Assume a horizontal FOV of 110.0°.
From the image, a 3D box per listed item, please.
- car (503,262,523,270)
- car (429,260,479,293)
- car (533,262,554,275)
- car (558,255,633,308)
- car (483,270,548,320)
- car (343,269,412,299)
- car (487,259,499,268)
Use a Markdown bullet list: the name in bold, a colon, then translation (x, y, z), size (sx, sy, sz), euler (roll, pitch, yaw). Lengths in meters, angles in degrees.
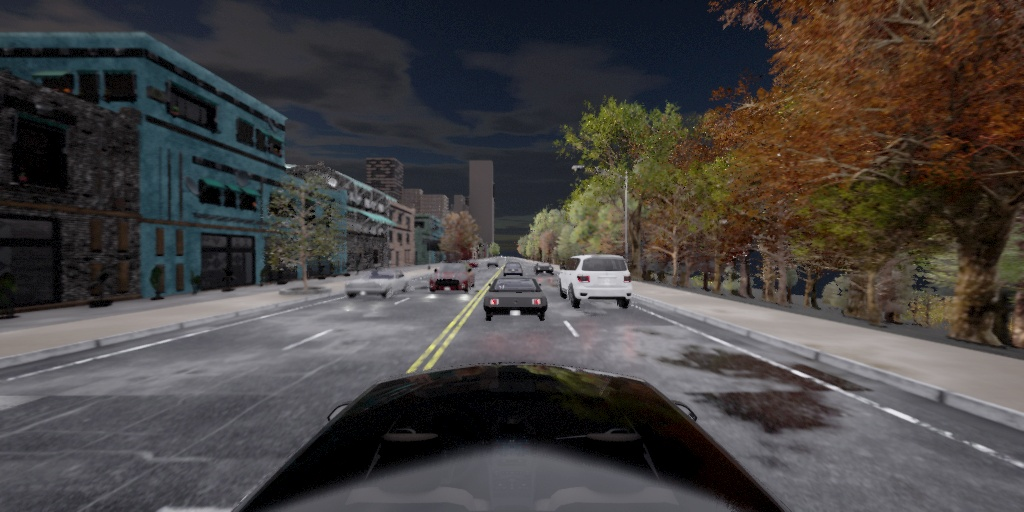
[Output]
- **car**: translation (0.099, 1.295, 33.771), size (2.033, 1.411, 5.357), euler (0, 0, 0)
- **car**: translation (-3.352, 1.101, 20.797), size (2.097, 1.767, 4.553), euler (0, 0, 0)
- **car**: translation (3.346, 1.348, 38.961), size (1.895, 1.301, 4.718), euler (0, 0, 0)
- **car**: translation (3.349, 0.971, 15.314), size (2.150, 2.045, 5.566), euler (0, 0, 0)
- **car**: translation (0.099, 1.350, 12.545), size (1.895, 1.301, 4.718), euler (0, 0, 0)
- **car**: translation (-6.602, 1.350, 18.123), size (1.895, 1.301, 4.718), euler (0, 0, 0)
- **car**: translation (-3.294, 1.221, 61.850), size (1.882, 1.535, 5.008), euler (0, 0, 1)
